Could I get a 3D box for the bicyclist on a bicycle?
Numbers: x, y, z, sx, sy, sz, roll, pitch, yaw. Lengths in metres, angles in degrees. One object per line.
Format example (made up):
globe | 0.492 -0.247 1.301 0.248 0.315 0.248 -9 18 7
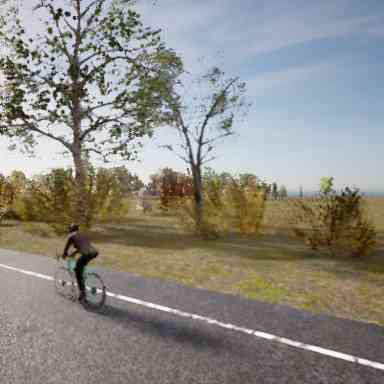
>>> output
bicyclist on a bicycle | -2.293 1.450 6.694 1.656 1.620 0.582 0 0 35
